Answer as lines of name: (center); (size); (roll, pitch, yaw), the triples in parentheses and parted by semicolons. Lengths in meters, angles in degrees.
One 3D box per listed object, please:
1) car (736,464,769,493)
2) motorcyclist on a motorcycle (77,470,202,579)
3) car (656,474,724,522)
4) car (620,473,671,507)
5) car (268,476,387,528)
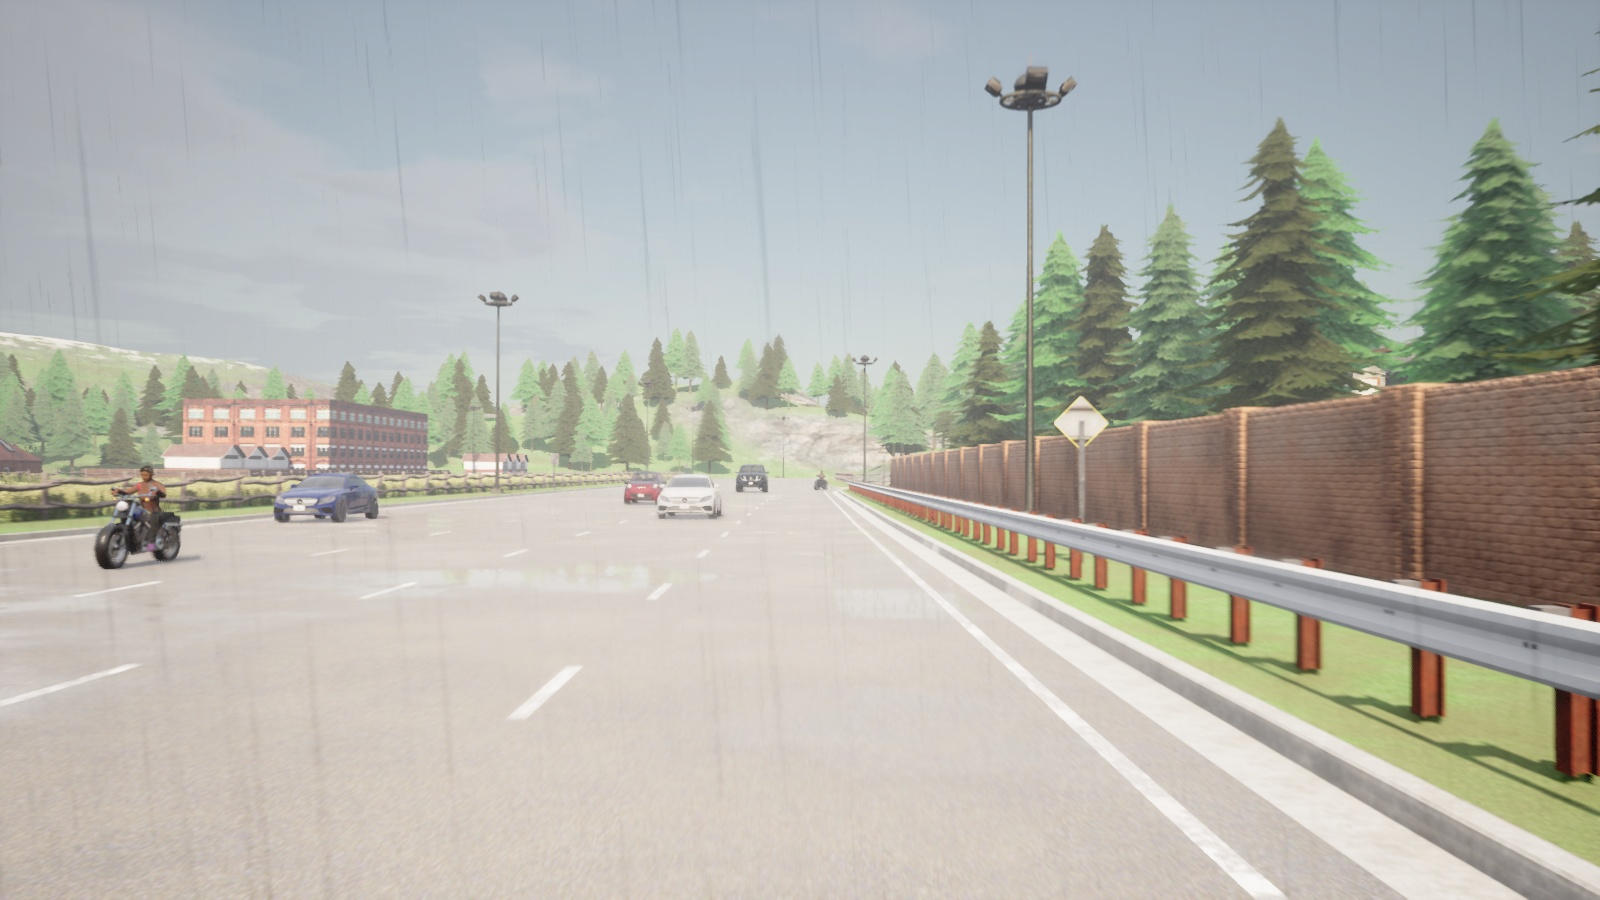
car: (-3.415, 2.065, 90.861); (2.150, 2.045, 5.566); (0, -1, 0)
motorcyclist on a motorcycle: (-10.549, 1.143, 20.159); (0.766, 1.649, 2.350); (0, -1, 0)
car: (-3.581, 1.549, 41.585); (1.812, 1.442, 4.674); (0, -1, 0)
car: (-7.028, 1.815, 57.468); (1.845, 1.501, 3.633); (0, -1, 0)
car: (-14.087, 1.527, 37.761); (1.812, 1.442, 4.674); (0, -1, 0)
